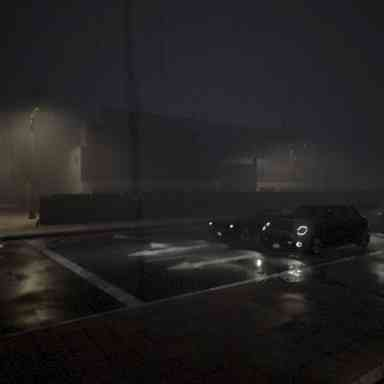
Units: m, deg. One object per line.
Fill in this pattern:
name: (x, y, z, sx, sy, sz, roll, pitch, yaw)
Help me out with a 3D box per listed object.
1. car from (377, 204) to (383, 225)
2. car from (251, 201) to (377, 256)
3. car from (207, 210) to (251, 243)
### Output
car: (12.225, 1.305, 17.800, 5.008, 1.535, 1.882, -1, 0, -35)
car: (4.745, 1.256, 12.708, 4.553, 1.767, 2.097, -1, 0, -34)
car: (3.032, 1.501, 15.768, 4.718, 1.301, 1.895, -1, 0, -34)
